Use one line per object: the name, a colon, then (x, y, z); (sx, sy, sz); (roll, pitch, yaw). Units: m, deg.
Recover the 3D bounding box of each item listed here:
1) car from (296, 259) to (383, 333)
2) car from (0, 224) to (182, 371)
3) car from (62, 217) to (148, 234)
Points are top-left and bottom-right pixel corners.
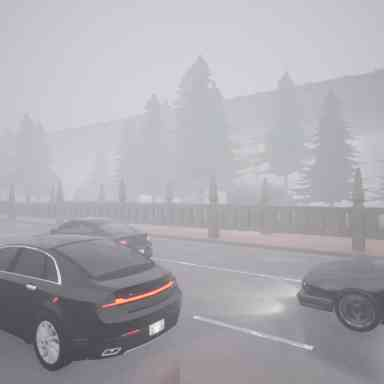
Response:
car: (4.492, 1.547, 5.087); (5.357, 1.411, 2.033); (0, 0, 35)
car: (-2.428, 1.505, 5.721); (4.892, 1.490, 1.837); (0, 0, 35)
car: (-3.320, 1.526, 10.651); (4.674, 1.442, 1.812); (0, 0, 35)
